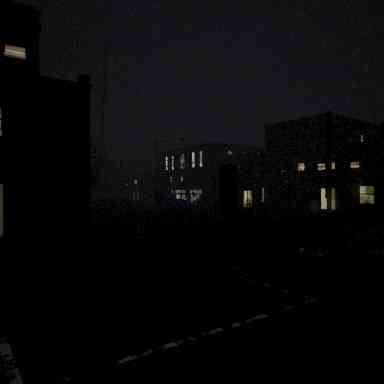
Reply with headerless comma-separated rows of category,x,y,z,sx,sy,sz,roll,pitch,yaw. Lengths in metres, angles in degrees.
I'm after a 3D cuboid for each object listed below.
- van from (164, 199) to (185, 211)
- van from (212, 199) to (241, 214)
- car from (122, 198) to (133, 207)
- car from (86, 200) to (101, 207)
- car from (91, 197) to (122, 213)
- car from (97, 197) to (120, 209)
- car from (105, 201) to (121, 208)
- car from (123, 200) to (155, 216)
van,-2.624,1.869,48.834,1.690,1.788,3.998,-2,0,-36
van,4.051,1.708,39.694,1.690,1.788,3.998,-2,0,-36
car,-12.638,2.086,62.546,2.192,1.841,5.009,-2,0,-36
car,-22.644,2.596,76.257,1.802,1.307,4.206,-2,0,-36
car,-12.728,2.002,48.516,2.192,1.841,5.009,-2,0,-36
car,-15.715,2.040,62.382,2.150,2.045,5.566,-1,0,-36
car,-15.968,2.434,67.116,1.802,1.307,4.206,-2,0,-36
car,-5.947,2.048,39.239,1.752,1.417,4.829,-2,0,-36
